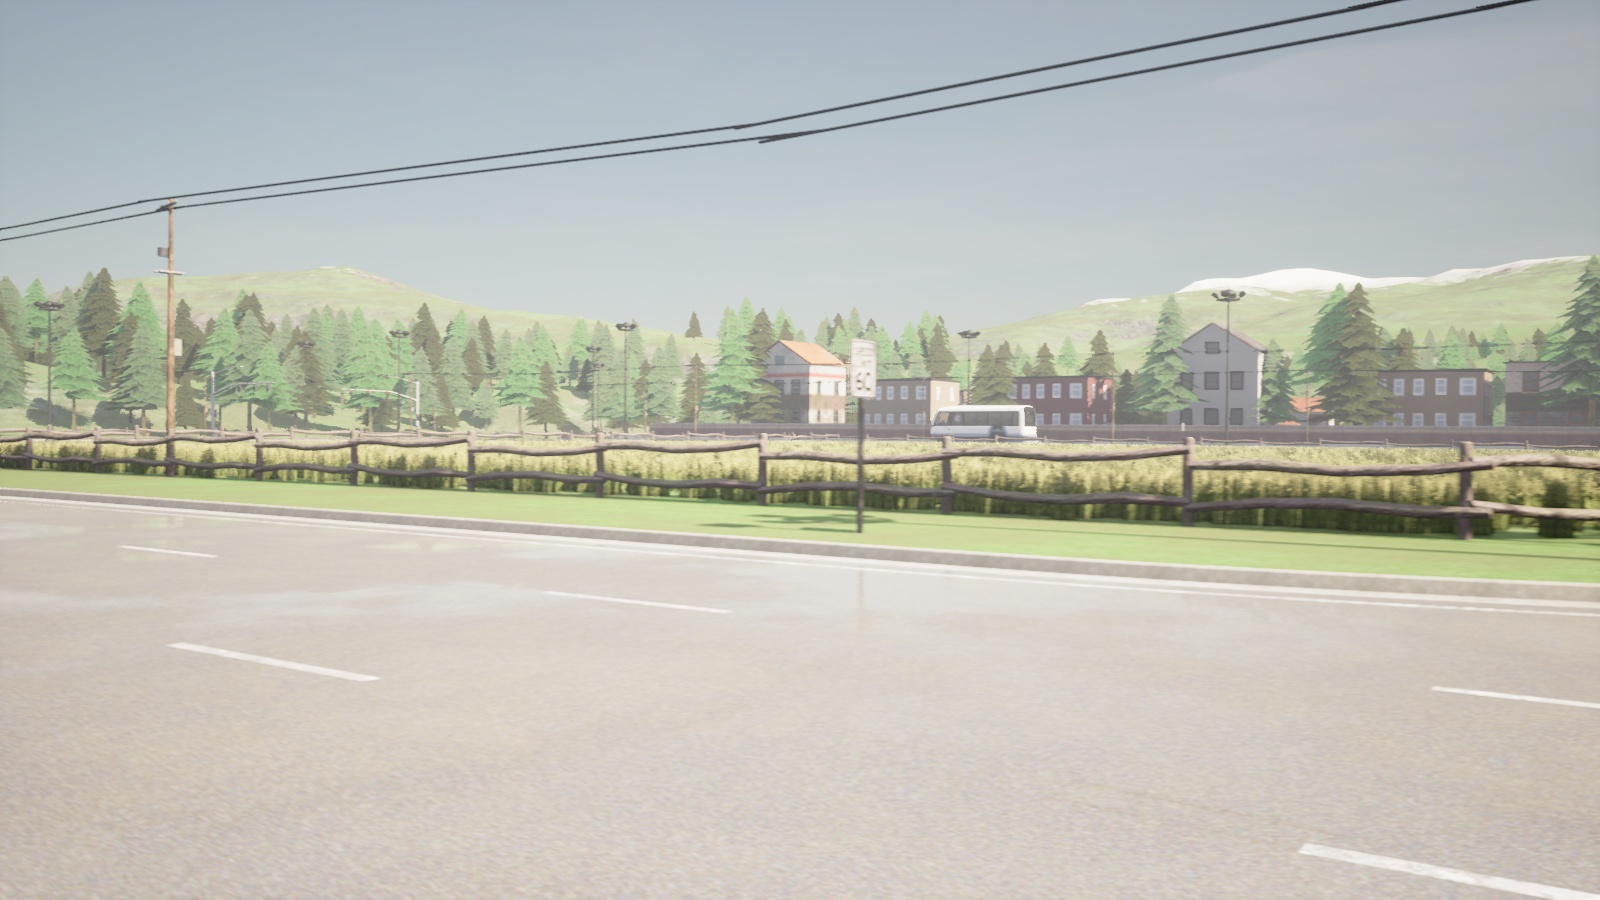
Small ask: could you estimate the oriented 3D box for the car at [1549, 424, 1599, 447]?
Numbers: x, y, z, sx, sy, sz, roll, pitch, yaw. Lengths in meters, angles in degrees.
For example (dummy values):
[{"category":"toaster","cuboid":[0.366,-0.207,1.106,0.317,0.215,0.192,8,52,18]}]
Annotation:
[{"category":"car","cuboid":[52.933,-0.951,84.230,4.514,1.525,2.007,0,1,34]}]
